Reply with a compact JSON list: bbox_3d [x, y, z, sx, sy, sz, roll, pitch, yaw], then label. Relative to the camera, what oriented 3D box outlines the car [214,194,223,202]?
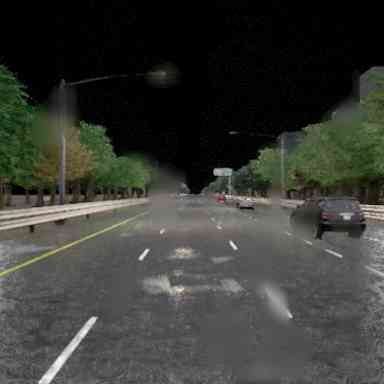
[{"bbox_3d":[7.390,1.533,84.739,2.150,2.045,5.566,0,0,1],"label":"car"}]

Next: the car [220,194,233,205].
[{"bbox_3d":[7.228,1.716,64.664,2.128,1.511,4.902,0,0,0],"label":"car"}]

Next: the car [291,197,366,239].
[{"bbox_3d":[7.017,1.264,17.724,2.150,2.045,5.566,0,0,0],"label":"car"}]

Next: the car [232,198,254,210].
[{"bbox_3d":[7.112,1.710,45.340,1.994,1.385,4.181,0,0,0],"label":"car"}]
